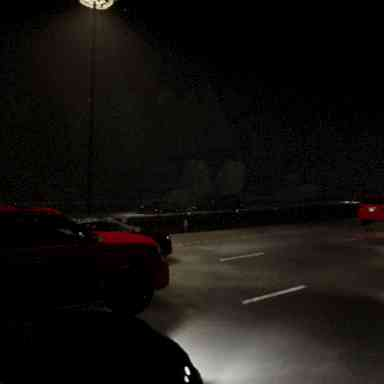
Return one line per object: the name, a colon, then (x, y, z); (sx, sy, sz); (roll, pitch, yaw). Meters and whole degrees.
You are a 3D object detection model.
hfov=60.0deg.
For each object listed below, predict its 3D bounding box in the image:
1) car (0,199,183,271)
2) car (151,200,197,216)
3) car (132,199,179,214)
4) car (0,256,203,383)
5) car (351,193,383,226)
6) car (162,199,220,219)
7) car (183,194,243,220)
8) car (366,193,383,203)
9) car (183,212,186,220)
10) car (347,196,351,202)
car: (-3.117, 1.224, 5.832); (5.566, 2.045, 2.150); (0, 0, -36)
car: (-1.756, 1.537, 32.826); (4.181, 1.385, 1.994); (0, 0, -35)
car: (-3.891, 1.500, 35.604); (4.674, 1.442, 1.812); (0, 0, -35)
car: (-1.912, 1.563, 2.382); (4.181, 1.385, 1.994); (0, 0, -35)
car: (13.053, 1.161, 21.635); (5.566, 2.045, 2.150); (-1, 0, -35)
car: (-0.059, 1.453, 29.740); (5.008, 1.535, 1.882); (0, 0, -35)
car: (1.633, 1.198, 26.648); (5.566, 2.045, 2.150); (0, 0, -35)
car: (31.898, 0.965, 56.724); (4.892, 1.490, 1.837); (-2, 1, -35)
car: (-2.898, 1.496, 10.276); (4.902, 1.511, 2.128); (0, 0, -36)
car: (29.757, 0.968, 59.487); (4.892, 1.490, 1.837); (-2, 1, -35)
